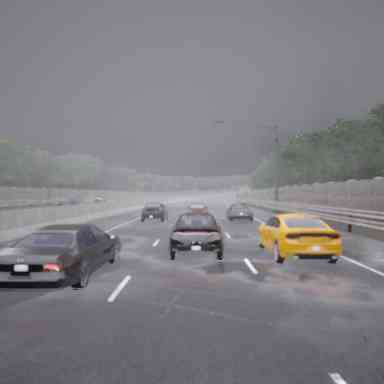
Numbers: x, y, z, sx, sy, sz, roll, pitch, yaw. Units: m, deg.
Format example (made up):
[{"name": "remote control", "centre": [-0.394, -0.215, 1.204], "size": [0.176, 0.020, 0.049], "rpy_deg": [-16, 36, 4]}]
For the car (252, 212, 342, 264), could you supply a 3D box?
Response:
[{"name": "car", "centre": [3.661, 1.532, 12.159], "size": [1.882, 1.535, 5.008], "rpy_deg": [0, -1, 1]}]

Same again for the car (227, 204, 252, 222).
[{"name": "car", "centre": [3.974, 1.703, 28.290], "size": [1.994, 1.385, 4.181], "rpy_deg": [0, 0, 2]}]

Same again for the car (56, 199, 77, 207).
[{"name": "car", "centre": [-19.761, 1.809, 53.430], "size": [2.033, 1.411, 5.357], "rpy_deg": [1, -1, 3]}]

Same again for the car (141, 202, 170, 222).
[{"name": "car", "centre": [-3.043, 1.634, 27.844], "size": [1.837, 1.490, 4.892], "rpy_deg": [0, 0, 2]}]

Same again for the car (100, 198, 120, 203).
[{"name": "car", "centre": [-12.749, 1.761, 53.729], "size": [1.882, 1.535, 5.008], "rpy_deg": [0, 0, 3]}]

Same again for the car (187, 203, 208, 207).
[{"name": "car", "centre": [0.480, 1.663, 28.678], "size": [1.812, 1.442, 4.674], "rpy_deg": [0, 0, 2]}]

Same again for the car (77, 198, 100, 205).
[{"name": "car", "centre": [-16.254, 1.754, 53.663], "size": [1.882, 1.535, 5.008], "rpy_deg": [0, 0, 3]}]

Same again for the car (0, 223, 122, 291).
[{"name": "car", "centre": [-3.393, 1.584, 9.201], "size": [2.033, 1.411, 5.357], "rpy_deg": [0, 0, 1]}]

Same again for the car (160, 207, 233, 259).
[{"name": "car", "centre": [0.173, 1.546, 12.814], "size": [2.128, 1.511, 4.902], "rpy_deg": [0, 0, 1]}]
